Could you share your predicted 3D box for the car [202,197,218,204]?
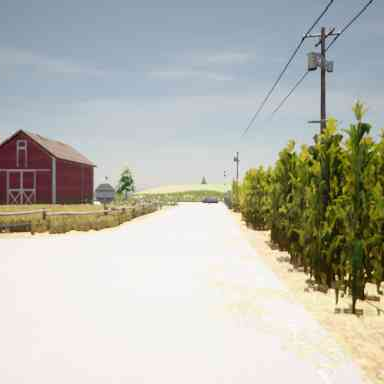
[{"bbox_3d":[3.542,1.647,66.138,1.994,1.385,4.181,0,0,-20],"label":"car"}]
